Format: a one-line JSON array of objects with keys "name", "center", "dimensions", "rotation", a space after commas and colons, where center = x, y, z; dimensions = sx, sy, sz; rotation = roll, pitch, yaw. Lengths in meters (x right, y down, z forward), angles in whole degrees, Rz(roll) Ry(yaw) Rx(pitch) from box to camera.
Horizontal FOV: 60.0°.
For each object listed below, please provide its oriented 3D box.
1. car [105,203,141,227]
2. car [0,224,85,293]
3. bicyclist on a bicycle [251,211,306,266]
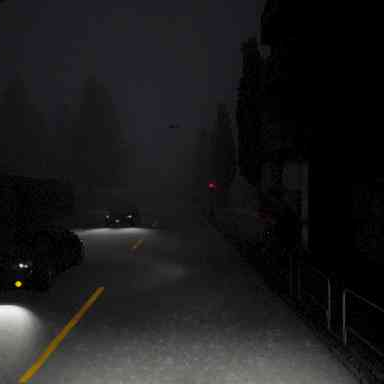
[{"name": "car", "center": [-4.658, 1.526, 22.917], "dimensions": [1.812, 1.442, 4.674], "rotation": [0, 0, -1]}, {"name": "car", "center": [-4.305, 1.564, 8.736], "dimensions": [1.994, 1.385, 4.181], "rotation": [0, 0, -2]}, {"name": "bicyclist on a bicycle", "center": [2.540, 1.386, 9.640], "dimensions": [1.656, 1.620, 0.582], "rotation": [4, 1, -2]}]
